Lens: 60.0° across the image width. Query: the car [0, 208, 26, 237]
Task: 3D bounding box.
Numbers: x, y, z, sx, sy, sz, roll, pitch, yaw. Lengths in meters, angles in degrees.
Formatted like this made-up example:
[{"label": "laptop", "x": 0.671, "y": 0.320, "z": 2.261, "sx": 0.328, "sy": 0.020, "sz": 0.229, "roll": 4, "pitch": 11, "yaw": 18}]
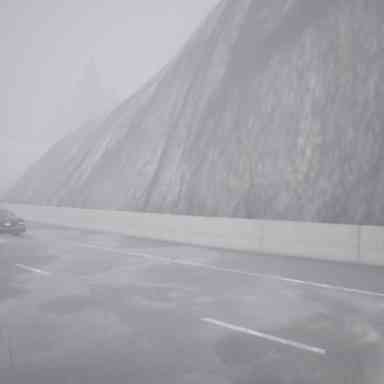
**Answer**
[{"label": "car", "x": -10.436, "y": 1.551, "z": 17.179, "sx": 5.357, "sy": 1.411, "sz": 2.033, "roll": 0, "pitch": 0, "yaw": 42}]
